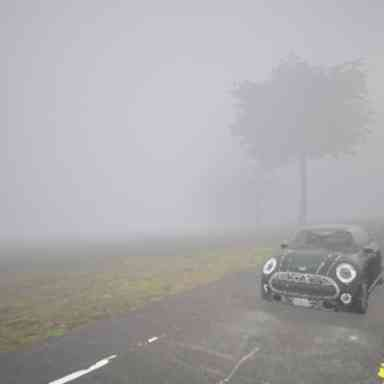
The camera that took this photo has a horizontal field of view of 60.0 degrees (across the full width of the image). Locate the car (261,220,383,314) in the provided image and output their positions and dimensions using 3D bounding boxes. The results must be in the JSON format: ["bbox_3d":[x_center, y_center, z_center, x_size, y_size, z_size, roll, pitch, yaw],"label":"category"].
[{"bbox_3d":[3.490,1.674,8.522,2.097,1.767,4.553,-3,-3,36],"label":"car"}]
